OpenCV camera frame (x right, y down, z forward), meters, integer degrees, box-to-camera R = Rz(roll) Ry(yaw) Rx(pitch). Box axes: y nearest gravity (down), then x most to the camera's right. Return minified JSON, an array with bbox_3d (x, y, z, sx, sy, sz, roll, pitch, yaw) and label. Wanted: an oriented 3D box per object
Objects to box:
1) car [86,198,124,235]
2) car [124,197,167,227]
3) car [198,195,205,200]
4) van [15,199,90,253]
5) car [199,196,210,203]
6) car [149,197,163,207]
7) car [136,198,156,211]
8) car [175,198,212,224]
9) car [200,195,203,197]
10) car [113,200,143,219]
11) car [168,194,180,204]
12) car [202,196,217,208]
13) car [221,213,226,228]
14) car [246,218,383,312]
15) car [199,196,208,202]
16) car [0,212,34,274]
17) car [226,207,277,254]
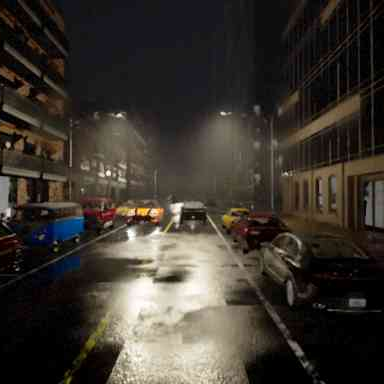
[{"bbox_3d":[-5.689,1.309,19.050,2.192,1.841,5.009,1,0,0],"label":"car"},{"bbox_3d":[-3.121,1.344,22.906,2.097,1.767,4.553,0,0,0],"label":"car"},{"bbox_3d":[2.575,1.547,93.006,1.887,1.381,4.507,1,0,0],"label":"car"},{"bbox_3d":[-5.683,1.337,13.352,1.690,1.788,3.998,1,0,0],"label":"van"},{"bbox_3d":[2.599,1.541,70.215,2.008,1.369,4.403,1,0,0],"label":"car"},{"bbox_3d":[-5.729,1.515,53.066,1.752,1.417,4.829,1,0,0],"label":"car"},{"bbox_3d":[-5.718,1.535,41.840,1.887,1.381,4.507,1,0,0],"label":"car"},{"bbox_3d":[0.076,1.483,24.547,2.128,1.511,4.902,0,0,0],"label":"car"},{"bbox_3d":[2.617,1.534,53.120,1.887,1.381,4.507,1,0,0],"label":"car"},{"bbox_3d":[-5.705,1.517,30.275,1.752,1.417,4.829,1,0,0],"label":"car"},{"bbox_3d":[-3.095,1.492,64.103,1.837,1.490,4.892,0,0,1],"label":"car"},{"bbox_3d":[2.622,1.572,47.422,1.802,1.307,4.206,1,0,0],"label":"car"},{"bbox_3d":[2.653,1.519,19.103,1.752,1.417,4.829,1,0,0],"label":"car"},{"bbox_3d":[2.665,1.548,7.538,2.008,1.369,4.403,1,0,0],"label":"car"},{"bbox_3d":[2.593,1.537,75.912,1.887,1.381,4.507,1,0,0],"label":"car"},{"bbox_3d":[-5.680,1.438,7.655,1.967,1.590,4.097,1,0,0],"label":"car"},{"bbox_3d":[2.659,1.540,13.236,1.887,1.381,4.507,1,0,0],"label":"car"}]
